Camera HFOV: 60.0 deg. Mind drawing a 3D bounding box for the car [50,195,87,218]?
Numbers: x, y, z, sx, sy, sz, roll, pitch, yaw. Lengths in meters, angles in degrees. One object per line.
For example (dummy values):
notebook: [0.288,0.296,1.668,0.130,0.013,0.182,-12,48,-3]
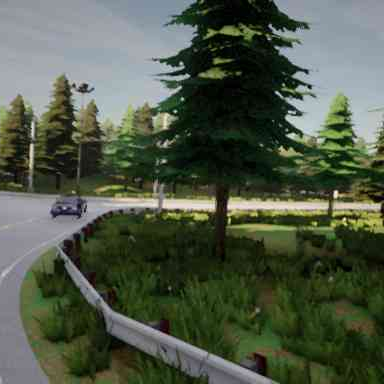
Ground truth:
car: [-8.496,0.901,23.224,2.033,1.411,5.357,3,3,-12]
